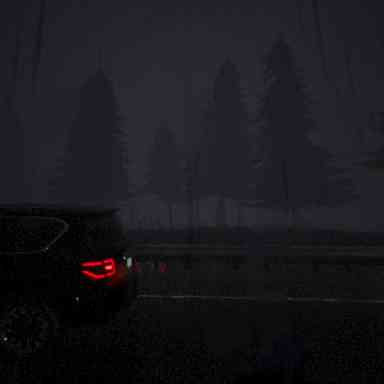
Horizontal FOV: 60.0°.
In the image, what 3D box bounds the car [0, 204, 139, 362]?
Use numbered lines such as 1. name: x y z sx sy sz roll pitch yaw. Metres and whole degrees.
1. car: -3.690 1.242 5.493 5.566 2.045 2.150 0 0 2
